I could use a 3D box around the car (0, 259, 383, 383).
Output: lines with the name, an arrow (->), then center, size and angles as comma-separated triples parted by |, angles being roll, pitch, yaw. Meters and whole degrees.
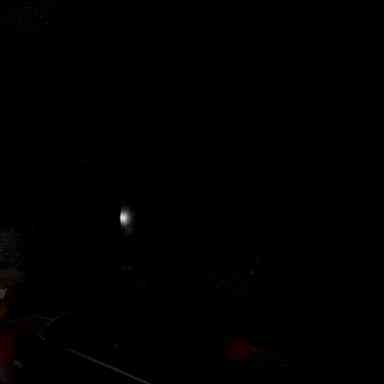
car -> -0.229, 1.438, 2.974 | 4.097, 1.590, 1.967 | 0, 0, 36
